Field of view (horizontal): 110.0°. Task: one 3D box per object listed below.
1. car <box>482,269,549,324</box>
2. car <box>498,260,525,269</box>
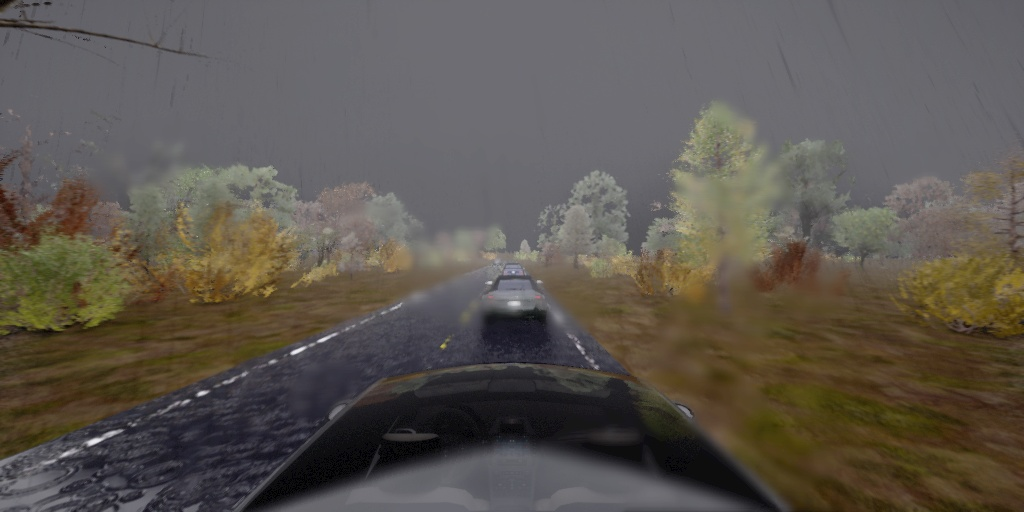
[{"bbox_3d":[0.099,1.313,11.917,1.994,1.385,4.181,0,0,0],"label":"car"},{"bbox_3d":[0.093,1.296,29.939,2.033,1.411,5.357,0,0,0],"label":"car"}]
